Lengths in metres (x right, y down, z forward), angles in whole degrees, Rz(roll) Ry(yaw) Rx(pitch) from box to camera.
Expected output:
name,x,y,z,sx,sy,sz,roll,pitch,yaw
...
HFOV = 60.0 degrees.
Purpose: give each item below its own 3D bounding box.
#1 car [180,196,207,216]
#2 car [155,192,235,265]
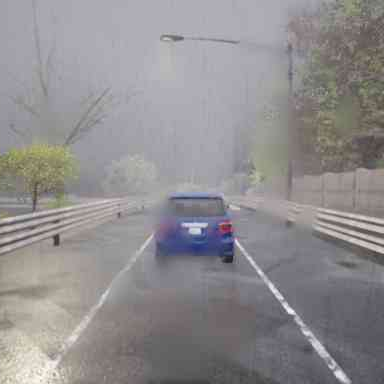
name,x,y,z,sx,sy,sz,roll,pitch,yaw
car,0.135,1.058,27.444,2.033,1.411,5.357,0,0,0
car,0.084,0.986,10.897,2.150,2.045,5.566,0,2,0
